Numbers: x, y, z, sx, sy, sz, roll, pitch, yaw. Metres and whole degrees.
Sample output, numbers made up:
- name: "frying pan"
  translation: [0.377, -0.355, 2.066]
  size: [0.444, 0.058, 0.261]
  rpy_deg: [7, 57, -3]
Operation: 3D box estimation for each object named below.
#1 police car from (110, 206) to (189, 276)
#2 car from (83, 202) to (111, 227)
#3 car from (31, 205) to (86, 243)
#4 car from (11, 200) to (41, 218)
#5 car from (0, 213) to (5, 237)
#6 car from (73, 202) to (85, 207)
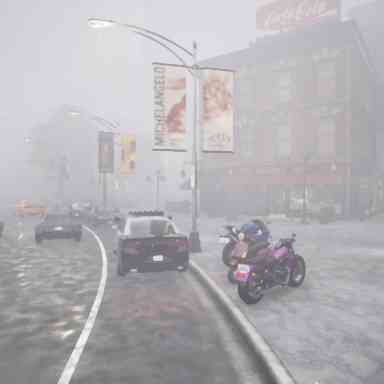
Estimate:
- name: "police car"
  translation: [-1.489, 1.424, 10.681]
  size: [1.930, 1.638, 5.238]
  rpy_deg: [0, 0, -15]
- name: "car"
  translation: [-6.003, 1.591, 22.679]
  size: [1.895, 1.301, 4.718]
  rpy_deg: [0, 0, -25]
- name: "car"
  translation: [-6.573, 1.559, 16.372]
  size: [1.994, 1.385, 4.181]
  rpy_deg: [0, 0, -22]
- name: "car"
  translation: [-15.203, 1.464, 30.702]
  size: [1.882, 1.535, 5.008]
  rpy_deg: [0, 0, -40]
- name: "car"
  translation: [-9.701, 1.539, 14.803]
  size: [2.033, 1.411, 5.357]
  rpy_deg: [0, 0, -22]
- name: "car"
  translation: [-9.033, 1.513, 27.542]
  size: [2.002, 1.452, 4.674]
  rpy_deg: [0, 0, -35]
